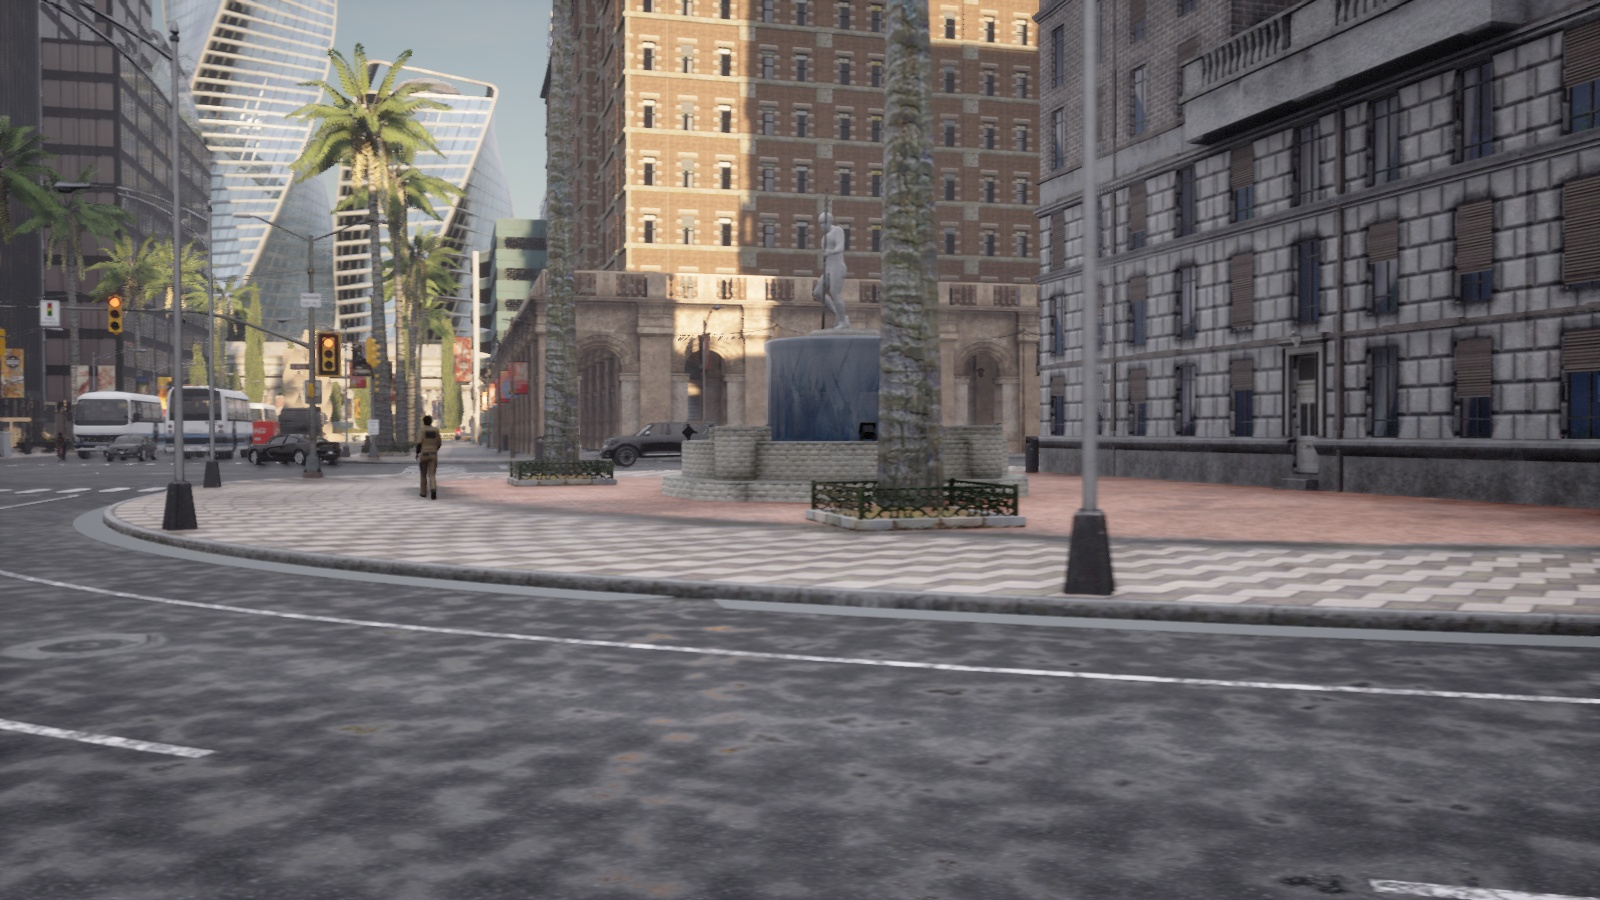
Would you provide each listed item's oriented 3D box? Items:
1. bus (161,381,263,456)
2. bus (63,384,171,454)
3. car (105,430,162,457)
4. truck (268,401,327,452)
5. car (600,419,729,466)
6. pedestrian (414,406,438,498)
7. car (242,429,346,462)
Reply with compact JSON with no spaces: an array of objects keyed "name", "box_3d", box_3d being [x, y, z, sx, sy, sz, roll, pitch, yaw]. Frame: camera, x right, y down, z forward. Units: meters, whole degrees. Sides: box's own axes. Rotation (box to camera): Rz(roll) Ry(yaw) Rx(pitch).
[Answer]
[{"name":"bus","box_3d":[-35.839,-1.866,77.016,3.944,4.253,10.273,0,1,-15]},{"name":"bus","box_3d":[-44.461,-1.979,82.167,3.944,4.253,10.273,0,1,-15]},{"name":"car","box_3d":[-38.078,-0.414,71.815,1.837,1.490,4.892,0,1,-15]},{"name":"truck","box_3d":[-35.179,-1.638,88.118,2.891,3.462,7.936,0,1,-15]},{"name":"car","box_3d":[-6.184,-0.347,56.992,5.566,2.045,2.150,0,1,-15]},{"name":"pedestrian","box_3d":[-8.002,0.043,26.863,0.396,1.930,0.692,0,1,-26]},{"name":"car","box_3d":[-24.570,-0.222,60.928,5.008,1.535,1.882,1,1,27]}]
